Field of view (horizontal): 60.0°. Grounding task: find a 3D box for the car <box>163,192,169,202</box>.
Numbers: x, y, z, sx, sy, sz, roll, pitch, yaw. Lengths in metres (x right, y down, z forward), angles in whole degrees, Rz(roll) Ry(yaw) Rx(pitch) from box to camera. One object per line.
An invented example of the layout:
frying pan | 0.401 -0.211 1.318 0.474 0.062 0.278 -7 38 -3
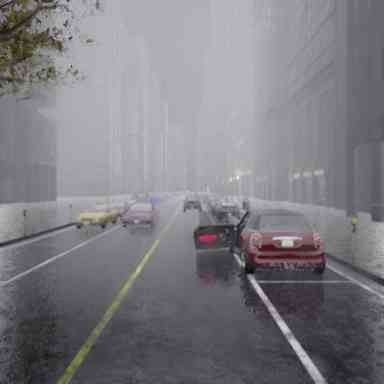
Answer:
car | -5.762 1.180 60.495 1.802 1.307 4.206 0 0 0

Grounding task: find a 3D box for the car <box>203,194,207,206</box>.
car | 2.763 1.258 43.472 2.008 1.369 4.403 0 0 0

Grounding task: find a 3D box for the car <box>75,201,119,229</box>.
car | -5.763 1.384 20.583 1.752 1.417 4.829 0 0 0

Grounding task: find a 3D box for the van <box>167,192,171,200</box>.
van | -5.762 0.904 66.171 1.690 1.788 3.998 0 0 0

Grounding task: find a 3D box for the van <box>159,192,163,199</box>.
van | -5.763 1.012 49.139 1.690 1.788 3.998 0 0 0

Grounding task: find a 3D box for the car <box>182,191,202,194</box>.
car | 0.026 1.035 47.306 2.097 1.767 4.553 0 0 0

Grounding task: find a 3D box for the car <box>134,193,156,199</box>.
car | -5.763 1.060 37.784 2.192 1.841 5.009 0 0 0

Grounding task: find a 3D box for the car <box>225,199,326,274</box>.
car | 2.389 1.279 10.431 2.097 1.767 4.553 0 0 0

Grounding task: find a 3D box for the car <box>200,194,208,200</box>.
car | 2.764 1.074 77.537 1.802 1.307 4.206 0 0 0

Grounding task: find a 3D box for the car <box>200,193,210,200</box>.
car | 2.763 0.967 71.858 1.967 1.590 4.097 0 0 0

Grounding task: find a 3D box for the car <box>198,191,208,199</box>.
car | 2.764 0.772 83.212 2.192 1.841 5.009 0 0 0

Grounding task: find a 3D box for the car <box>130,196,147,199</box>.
car | -5.763 1.364 32.108 1.802 1.307 4.206 0 0 0

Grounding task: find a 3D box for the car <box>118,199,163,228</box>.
car | -3.099 1.382 20.922 1.812 1.442 4.674 0 0 0

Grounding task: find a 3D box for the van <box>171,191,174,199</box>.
van | -5.762 0.833 77.525 1.690 1.788 3.998 0 0 0

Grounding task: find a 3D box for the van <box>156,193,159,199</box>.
van | -5.763 1.049 43.461 1.690 1.788 3.998 0 0 0

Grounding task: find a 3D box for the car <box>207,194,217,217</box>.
car | 2.762 1.222 32.115 1.967 1.590 4.097 0 0 0

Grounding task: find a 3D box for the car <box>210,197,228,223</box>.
car | 2.762 1.371 26.439 2.008 1.369 4.403 0 0 0

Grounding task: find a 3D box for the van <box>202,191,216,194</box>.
van | 2.762 1.012 49.148 1.690 1.788 3.998 0 0 0

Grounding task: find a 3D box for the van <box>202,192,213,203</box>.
van | 2.763 0.939 60.503 1.690 1.788 3.998 0 0 0

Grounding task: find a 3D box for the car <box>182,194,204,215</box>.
car | 0.049 1.268 34.680 1.837 1.490 4.892 0 0 0

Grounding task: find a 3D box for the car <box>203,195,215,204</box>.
car | 2.763 1.179 54.827 1.887 1.381 4.507 0 0 0
